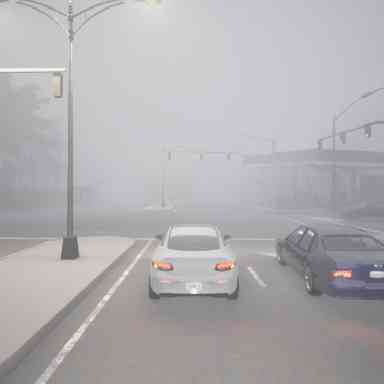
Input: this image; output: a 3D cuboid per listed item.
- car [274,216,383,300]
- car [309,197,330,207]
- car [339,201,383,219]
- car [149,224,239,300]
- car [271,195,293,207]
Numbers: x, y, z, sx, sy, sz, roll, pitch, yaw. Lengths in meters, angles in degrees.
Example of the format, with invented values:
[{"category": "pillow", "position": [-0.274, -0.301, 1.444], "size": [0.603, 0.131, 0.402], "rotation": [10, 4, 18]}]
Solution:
[{"category": "car", "position": [3.511, 1.545, 8.567], "size": [2.033, 1.411, 5.357], "rotation": [0, 0, 3]}, {"category": "car", "position": [18.630, 1.433, 48.691], "size": [1.970, 1.475, 3.806], "rotation": [0, 0, 0]}, {"category": "car", "position": [14.749, 1.523, 27.755], "size": [4.674, 1.442, 1.812], "rotation": [0, 0, -1]}, {"category": "car", "position": [0.032, 1.516, 8.260], "size": [1.812, 1.442, 4.674], "rotation": [0, 0, 0]}, {"category": "car", "position": [12.891, 1.261, 47.890], "size": [2.242, 1.667, 4.611], "rotation": [0, 0, 0]}]
